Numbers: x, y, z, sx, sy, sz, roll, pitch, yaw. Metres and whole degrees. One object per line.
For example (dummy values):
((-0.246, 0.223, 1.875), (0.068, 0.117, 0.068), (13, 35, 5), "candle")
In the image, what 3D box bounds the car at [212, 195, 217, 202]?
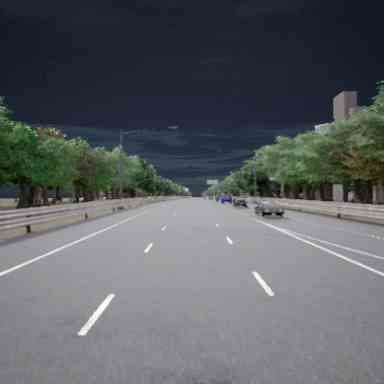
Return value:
((7.154, 1.572, 86.043), (2.150, 2.045, 5.566), (0, -1, 0), "car")

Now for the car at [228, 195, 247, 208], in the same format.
((7.012, 1.569, 49.707), (1.837, 1.490, 4.892), (0, 0, 0), "car")

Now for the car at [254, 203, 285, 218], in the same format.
((6.990, 1.638, 30.697), (1.895, 1.301, 4.718), (0, 0, 0), "car")

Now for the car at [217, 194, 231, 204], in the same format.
((7.070, 1.398, 69.014), (2.150, 2.045, 5.566), (0, -1, 0), "car")
